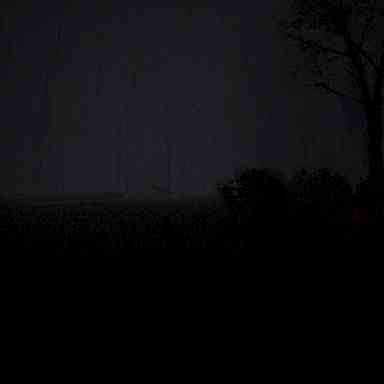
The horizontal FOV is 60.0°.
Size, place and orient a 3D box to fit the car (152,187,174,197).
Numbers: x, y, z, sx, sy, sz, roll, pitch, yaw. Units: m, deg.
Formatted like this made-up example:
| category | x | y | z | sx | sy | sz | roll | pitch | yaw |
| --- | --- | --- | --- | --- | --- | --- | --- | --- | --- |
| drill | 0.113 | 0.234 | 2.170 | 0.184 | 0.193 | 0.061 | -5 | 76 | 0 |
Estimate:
| category | x | y | z | sx | sy | sz | roll | pitch | yaw |
| --- | --- | --- | --- | --- | --- | --- | --- | --- | --- |
| car | -6.177 | -0.030 | 70.634 | 2.150 | 2.045 | 5.566 | 1 | 1 | 32 |

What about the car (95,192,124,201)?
| category | x | y | z | sx | sy | sz | roll | pitch | yaw |
| --- | --- | --- | --- | --- | --- | --- | --- | --- | --- |
| car | -14.350 | 0.726 | 57.976 | 2.033 | 1.411 | 5.357 | 1 | 2 | 34 |
